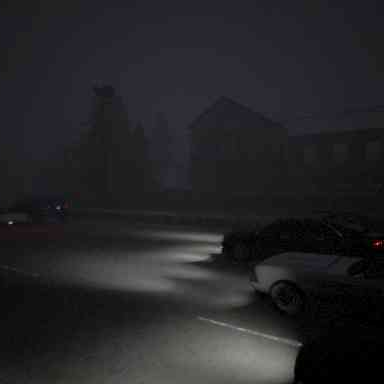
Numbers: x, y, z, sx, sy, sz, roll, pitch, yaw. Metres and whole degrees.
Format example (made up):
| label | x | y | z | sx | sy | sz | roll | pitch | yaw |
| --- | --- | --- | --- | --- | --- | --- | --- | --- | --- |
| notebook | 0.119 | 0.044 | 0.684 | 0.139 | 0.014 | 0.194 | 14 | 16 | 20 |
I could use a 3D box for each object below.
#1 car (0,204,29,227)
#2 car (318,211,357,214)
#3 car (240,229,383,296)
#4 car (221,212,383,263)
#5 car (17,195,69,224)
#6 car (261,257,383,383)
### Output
| label | x | y | z | sx | sy | sz | roll | pitch | yaw |
| --- | --- | --- | --- | --- | --- | --- | --- | --- | --- |
| car | -13.047 | 1.617 | 21.904 | 4.718 | 1.301 | 1.895 | 0 | 0 | 36 |
| car | 5.216 | 1.494 | 13.171 | 4.902 | 1.511 | 2.128 | 0 | 0 | 36 |
| car | 3.456 | 1.601 | 5.826 | 4.718 | 1.301 | 1.895 | 0 | 0 | 36 |
| car | 3.234 | 1.507 | 10.285 | 4.892 | 1.490 | 1.837 | 0 | 0 | 36 |
| car | -11.690 | 1.238 | 25.235 | 5.566 | 2.045 | 2.150 | 0 | 0 | 36 |
| car | 2.955 | 1.525 | 1.885 | 4.674 | 1.442 | 1.812 | 0 | 0 | 36 |
